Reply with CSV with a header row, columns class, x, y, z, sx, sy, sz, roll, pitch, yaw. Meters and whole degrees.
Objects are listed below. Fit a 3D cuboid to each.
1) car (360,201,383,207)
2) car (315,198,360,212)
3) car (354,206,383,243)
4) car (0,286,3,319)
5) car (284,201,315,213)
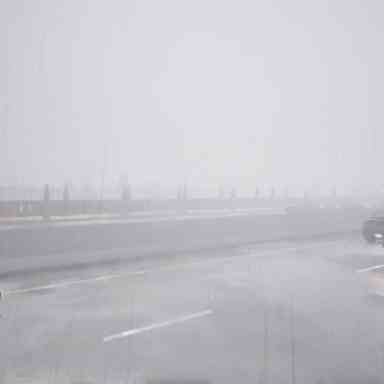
class,x,y,z,sx,sy,sz,roll,pitch,yaw
car,17.308,1.494,29.227,4.902,1.511,2.128,0,0,-35
car,14.048,1.354,31.201,4.553,1.767,2.097,0,0,-35
car,9.492,1.507,14.816,4.892,1.490,1.837,0,0,-36
car,-5.270,1.491,4.286,4.902,1.511,2.128,0,0,-36
car,11.470,1.602,33.664,4.718,1.301,1.895,0,0,-35
